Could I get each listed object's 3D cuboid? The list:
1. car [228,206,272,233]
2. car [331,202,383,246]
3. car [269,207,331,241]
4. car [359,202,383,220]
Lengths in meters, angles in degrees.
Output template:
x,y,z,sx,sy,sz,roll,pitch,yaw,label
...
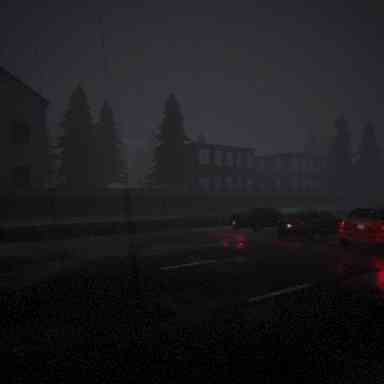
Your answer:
x,y,z,sx,sy,sz,roll,pitch,yaw,label
4.204,1.530,19.765,4.674,1.442,1.812,0,0,-35,car
8.244,1.363,14.049,4.553,1.767,2.097,0,0,-35,car
6.236,1.569,16.916,4.181,1.385,1.994,0,0,-35,car
16.416,1.570,28.476,4.181,1.385,1.994,0,0,-35,car
